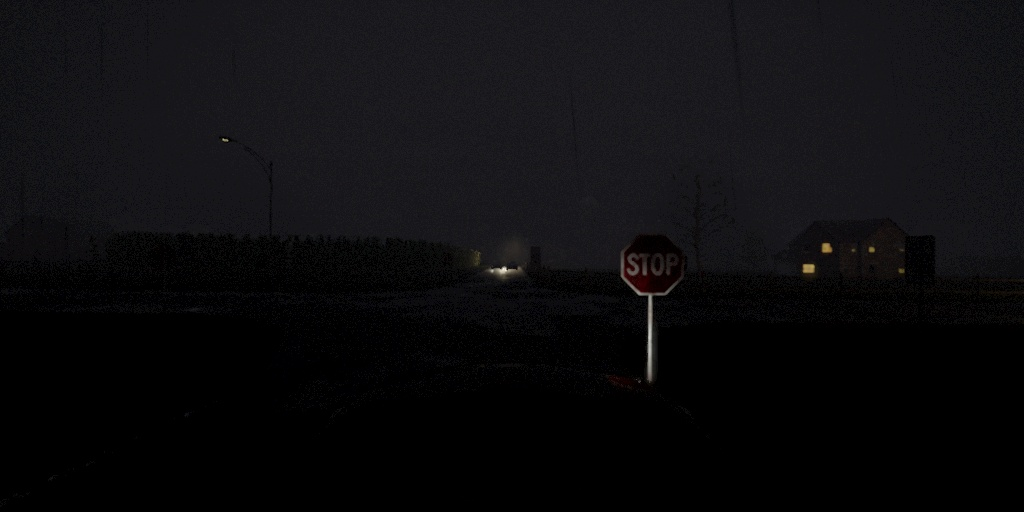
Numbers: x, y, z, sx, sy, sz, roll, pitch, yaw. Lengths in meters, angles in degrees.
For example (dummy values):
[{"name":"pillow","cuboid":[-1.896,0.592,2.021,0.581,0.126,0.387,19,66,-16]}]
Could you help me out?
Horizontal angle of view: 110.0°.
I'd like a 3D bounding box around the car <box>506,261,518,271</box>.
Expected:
[{"name":"car","cuboid":[0.017,1.677,60.965,1.882,1.535,5.008,0,0,0]}]
